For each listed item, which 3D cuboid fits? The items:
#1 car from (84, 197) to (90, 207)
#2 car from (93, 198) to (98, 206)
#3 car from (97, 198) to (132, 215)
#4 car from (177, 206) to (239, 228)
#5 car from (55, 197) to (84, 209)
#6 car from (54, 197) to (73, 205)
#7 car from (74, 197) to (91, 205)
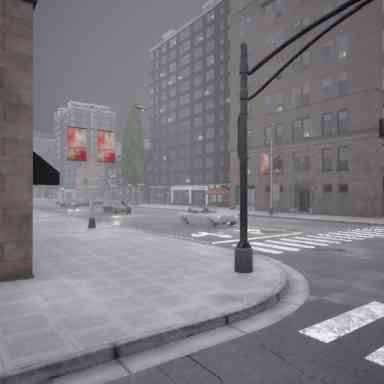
[{"bbox_3d":[-19.046,1.781,56.618,1.994,1.385,4.181,0,0,-36],"label":"car"},{"bbox_3d":[-15.932,1.712,57.846,2.128,1.511,4.902,0,0,-36],"label":"car"},{"bbox_3d":[-8.082,1.627,35.438,1.837,1.490,4.892,0,0,-36],"label":"car"},{"bbox_3d":[1.013,1.664,22.758,1.895,1.301,4.718,0,0,-36],"label":"car"},{"bbox_3d":[-18.613,1.723,50.265,2.128,1.511,4.902,0,0,-36],"label":"car"},{"bbox_3d":[-25.246,1.802,65.242,2.033,1.411,5.357,0,0,-36],"label":"car"},{"bbox_3d":[-21.871,1.758,66.122,1.837,1.490,4.892,0,0,-36],"label":"car"}]
